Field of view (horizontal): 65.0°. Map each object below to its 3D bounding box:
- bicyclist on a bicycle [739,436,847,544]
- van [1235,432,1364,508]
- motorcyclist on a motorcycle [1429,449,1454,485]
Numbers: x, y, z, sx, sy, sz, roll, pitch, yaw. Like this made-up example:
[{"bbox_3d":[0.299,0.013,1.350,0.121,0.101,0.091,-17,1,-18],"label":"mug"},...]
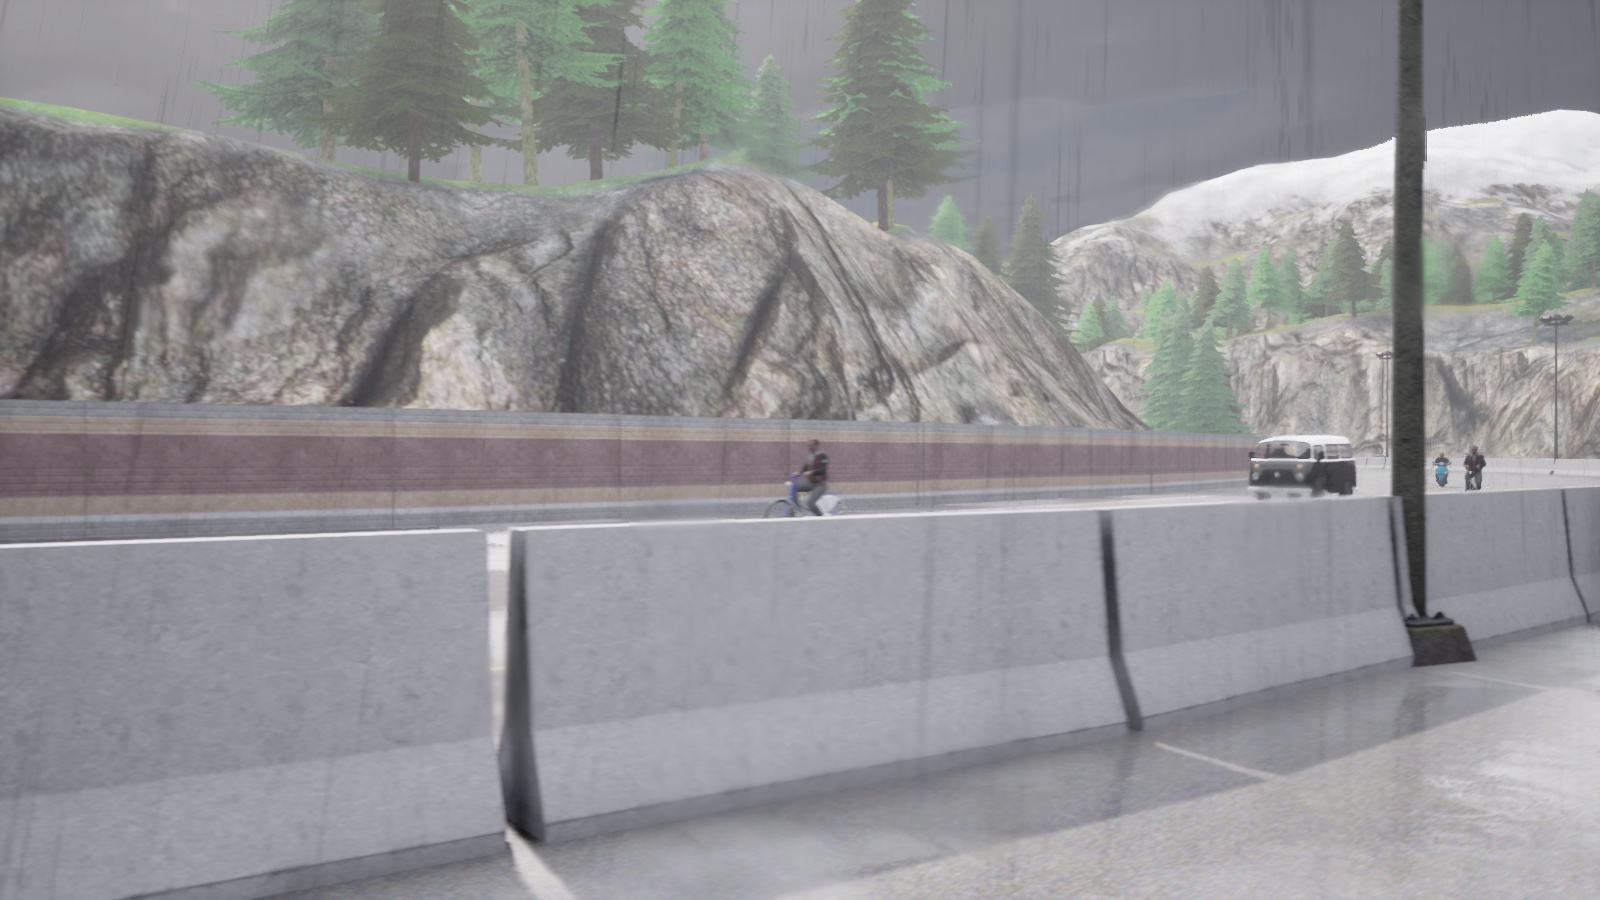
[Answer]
[{"bbox_3d":[-0.100,0.671,21.488,1.843,1.776,0.659,0,-1,-41],"label":"bicyclist on a bicycle"},{"bbox_3d":[14.338,0.526,35.897,2.069,2.038,4.480,0,0,41],"label":"van"},{"bbox_3d":[28.750,0.778,56.241,0.866,1.590,1.817,-1,-2,30],"label":"motorcyclist on a motorcycle"}]
